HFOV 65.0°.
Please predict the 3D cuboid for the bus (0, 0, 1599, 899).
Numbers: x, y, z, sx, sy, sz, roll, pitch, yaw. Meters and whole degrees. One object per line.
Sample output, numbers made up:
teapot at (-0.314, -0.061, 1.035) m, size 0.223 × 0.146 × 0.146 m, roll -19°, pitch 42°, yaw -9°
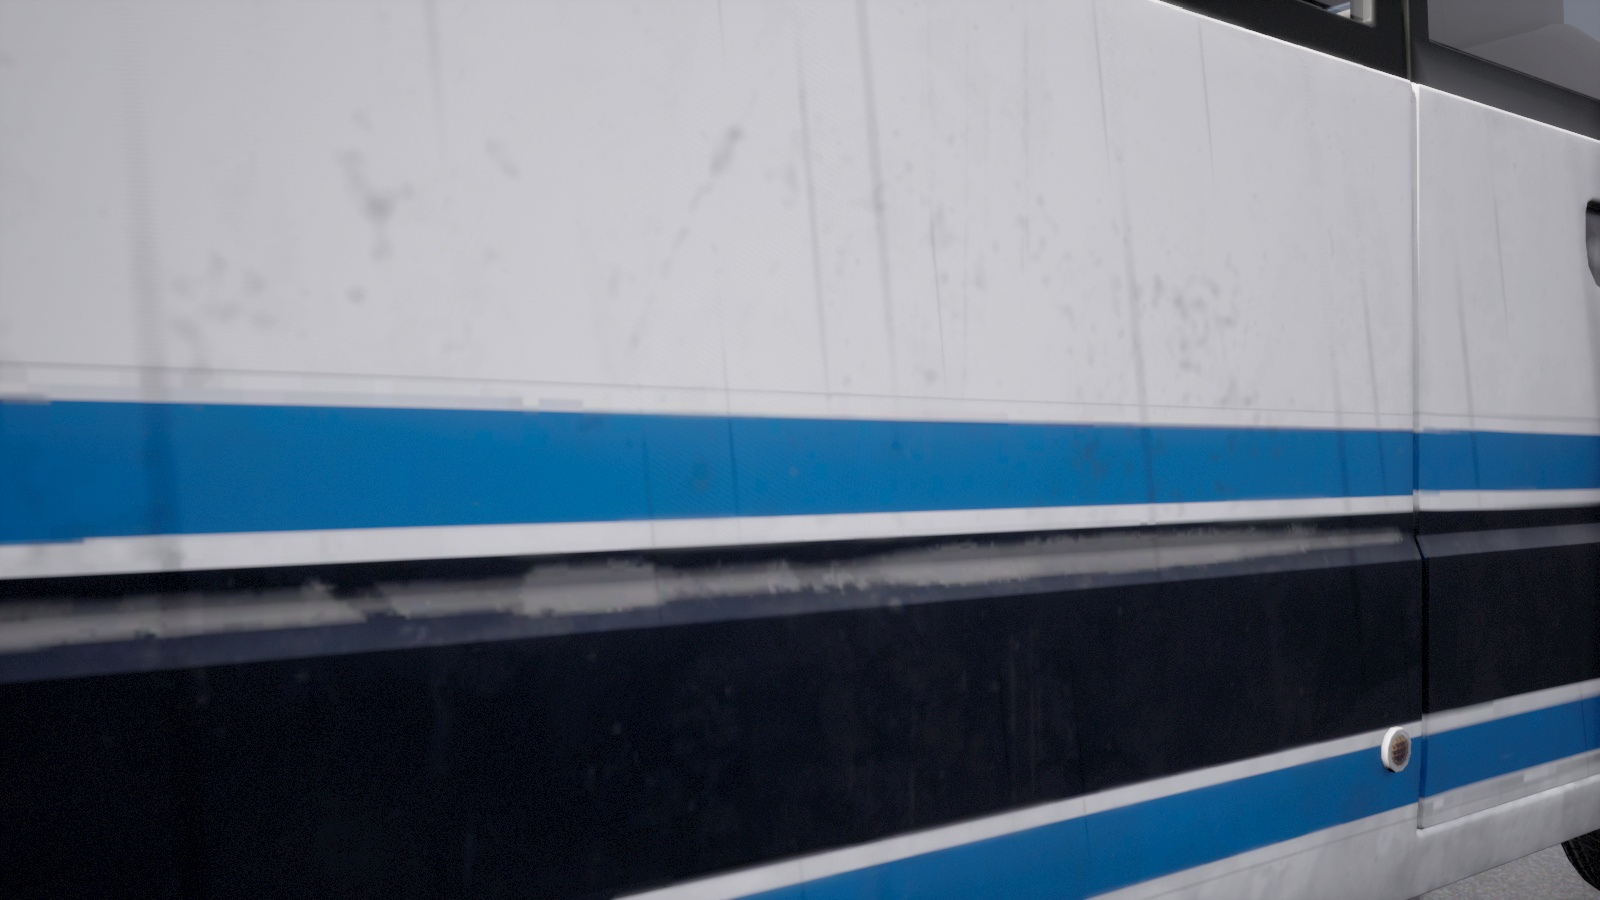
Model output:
bus at (-0.308, -0.623, 3.450) m, size 10.273 × 4.253 × 3.944 m, roll 0°, pitch 0°, yaw -35°
